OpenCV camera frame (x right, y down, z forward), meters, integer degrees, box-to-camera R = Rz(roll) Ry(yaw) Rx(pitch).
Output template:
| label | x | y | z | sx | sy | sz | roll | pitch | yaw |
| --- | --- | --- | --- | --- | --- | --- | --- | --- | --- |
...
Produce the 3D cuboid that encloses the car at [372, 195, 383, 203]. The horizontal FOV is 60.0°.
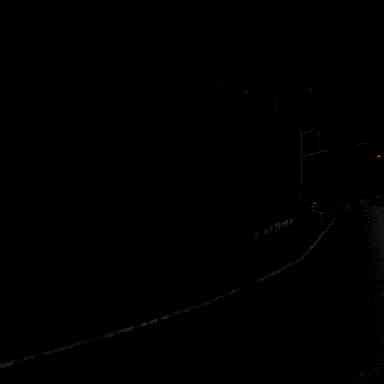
| label | x | y | z | sx | sy | sz | roll | pitch | yaw |
| --- | --- | --- | --- | --- | --- | --- | --- | --- | --- |
| car | 38.057 | 1.445 | 68.245 | 1.812 | 1.442 | 4.674 | 0 | 0 | 27 |
